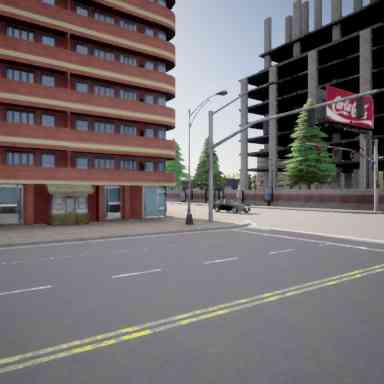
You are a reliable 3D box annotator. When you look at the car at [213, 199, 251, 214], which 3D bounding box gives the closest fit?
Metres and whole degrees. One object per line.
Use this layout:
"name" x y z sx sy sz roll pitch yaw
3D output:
"car" 4.209 1.491 35.904 2.128 1.511 4.902 0 0 -35
